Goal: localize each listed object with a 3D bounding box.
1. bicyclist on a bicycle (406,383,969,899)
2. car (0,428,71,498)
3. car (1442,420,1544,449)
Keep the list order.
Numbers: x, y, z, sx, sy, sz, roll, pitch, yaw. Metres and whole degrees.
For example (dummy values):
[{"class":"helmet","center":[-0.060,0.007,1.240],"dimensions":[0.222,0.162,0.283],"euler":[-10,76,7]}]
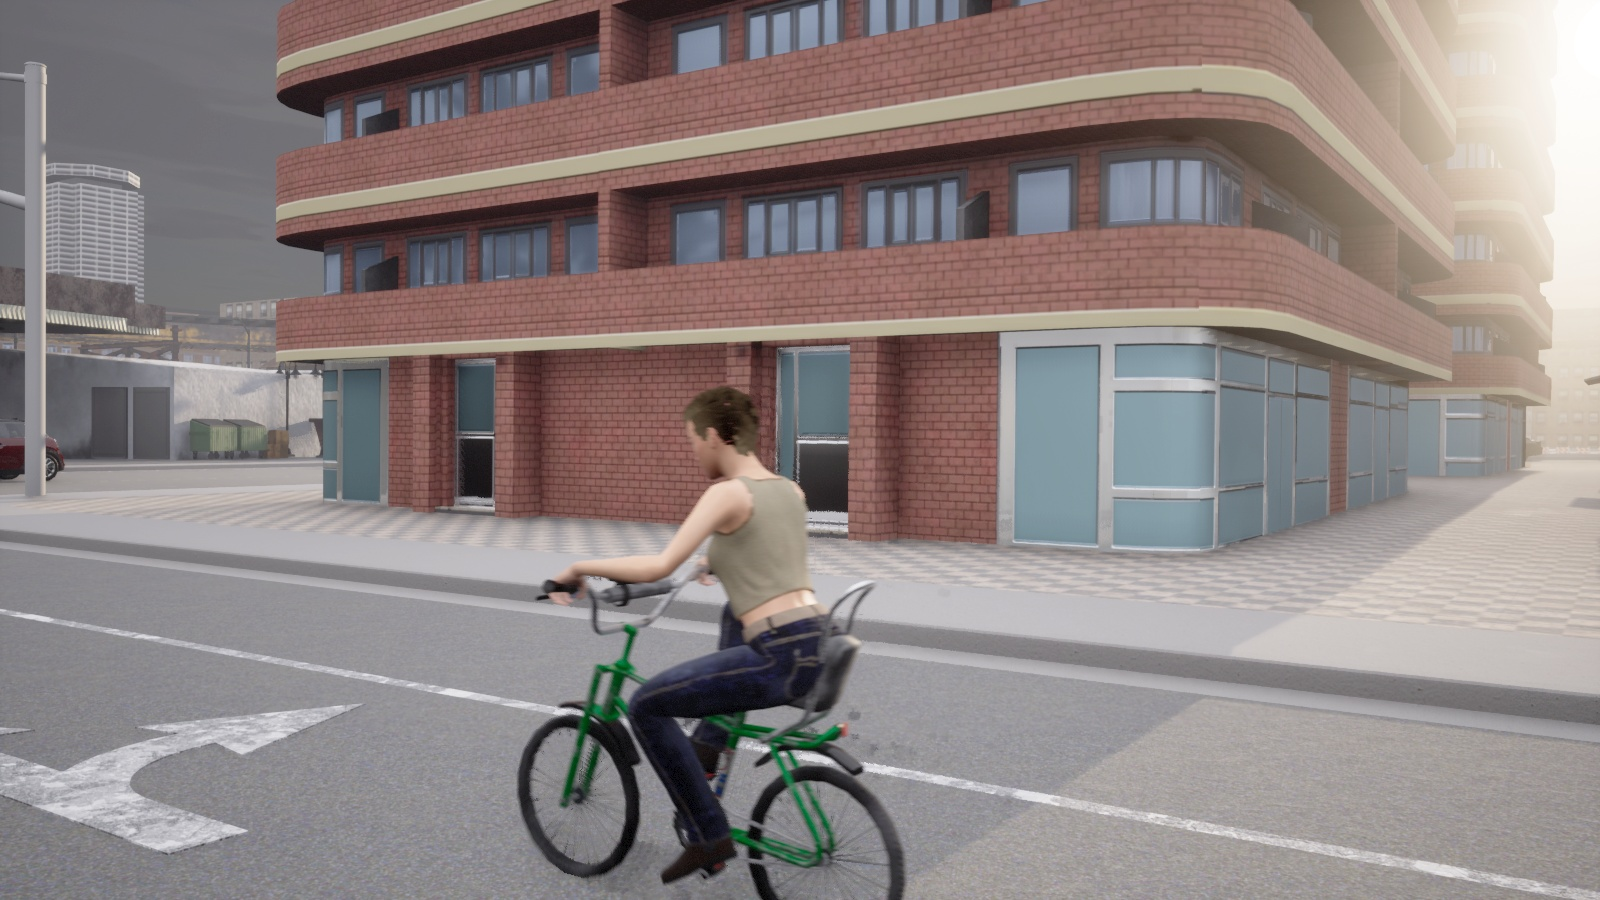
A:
[{"class":"bicyclist on a bicycle","center":[-0.364,0.617,3.871],"dimensions":[1.509,1.612,0.866],"euler":[2,2,34]},{"class":"car","center":[-21.615,0.346,32.207],"dimensions":[2.097,1.767,4.553],"euler":[0,1,32]},{"class":"car","center":[39.457,-0.862,71.520],"dimensions":[4.892,1.490,1.837],"euler":[-1,0,34]}]
